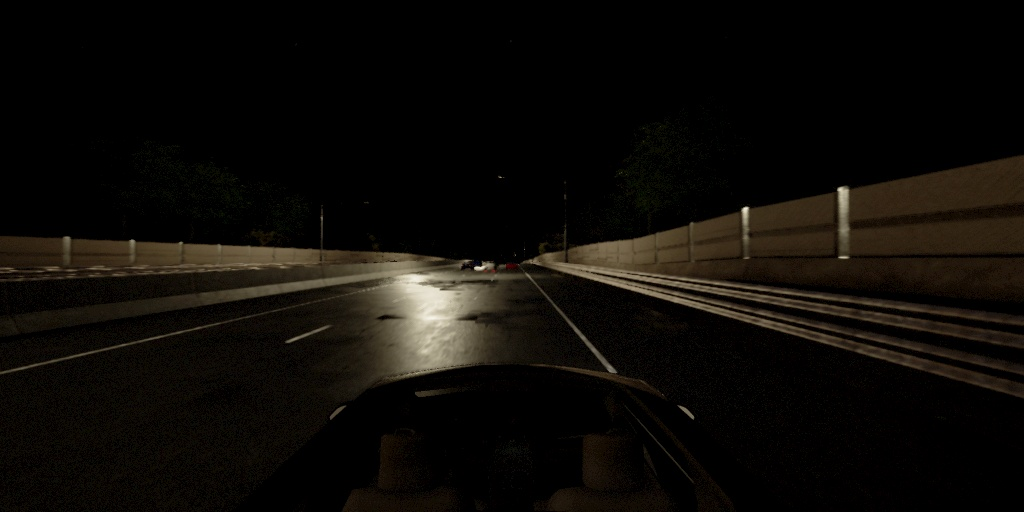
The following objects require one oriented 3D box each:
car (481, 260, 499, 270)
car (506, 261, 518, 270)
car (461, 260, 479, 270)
[{"bbox_3d":[-3.490,1.513,58.271,1.812,1.442,4.674,0,0,0],"label":"car"},{"bbox_3d":[0.010,1.551,58.241,1.994,1.385,4.181,0,0,0],"label":"car"},{"bbox_3d":[-6.991,1.528,57.021,2.033,1.411,5.357,0,0,0],"label":"car"}]
